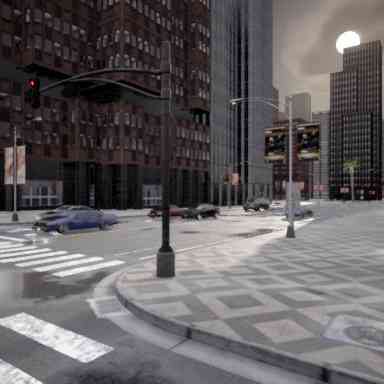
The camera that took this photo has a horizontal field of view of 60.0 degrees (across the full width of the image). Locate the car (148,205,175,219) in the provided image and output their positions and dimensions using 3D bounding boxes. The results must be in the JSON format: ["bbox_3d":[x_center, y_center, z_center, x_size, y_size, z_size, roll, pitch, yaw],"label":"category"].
[{"bbox_3d":[-2.470,1.951,33.150,1.994,1.385,4.181,0,-1,35],"label":"car"}]

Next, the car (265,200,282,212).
[{"bbox_3d":[12.973,2.241,49.195,1.812,1.442,4.674,0,-1,36],"label":"car"}]

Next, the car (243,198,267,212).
[{"bbox_3d":[9.739,1.921,50.265,2.150,2.045,5.566,0,-1,36],"label":"car"}]

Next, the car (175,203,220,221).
[{"bbox_3d":[0.869,1.887,32.246,1.882,1.535,5.008,0,0,35],"label":"car"}]

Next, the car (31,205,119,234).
[{"bbox_3d":[-7.124,1.756,20.958,2.033,1.411,5.357,0,-1,35],"label":"car"}]

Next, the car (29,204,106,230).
[{"bbox_3d":[-8.862,1.718,24.125,2.128,1.511,4.902,0,-1,35],"label":"car"}]

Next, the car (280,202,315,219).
[{"bbox_3d":[11.712,2.103,35.969,2.033,1.411,5.357,0,-1,35],"label":"car"}]
